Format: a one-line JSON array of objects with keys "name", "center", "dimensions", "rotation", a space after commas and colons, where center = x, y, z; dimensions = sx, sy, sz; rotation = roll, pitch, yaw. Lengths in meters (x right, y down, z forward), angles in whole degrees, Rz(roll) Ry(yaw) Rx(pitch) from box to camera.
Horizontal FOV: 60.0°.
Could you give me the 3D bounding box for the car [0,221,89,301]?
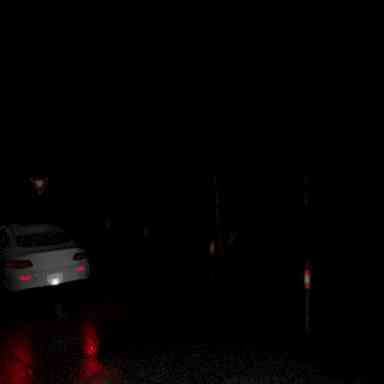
[{"name": "car", "center": [-4.038, 1.456, 8.327], "dimensions": [1.812, 1.442, 4.674], "rotation": [-2, 2, -36]}]
